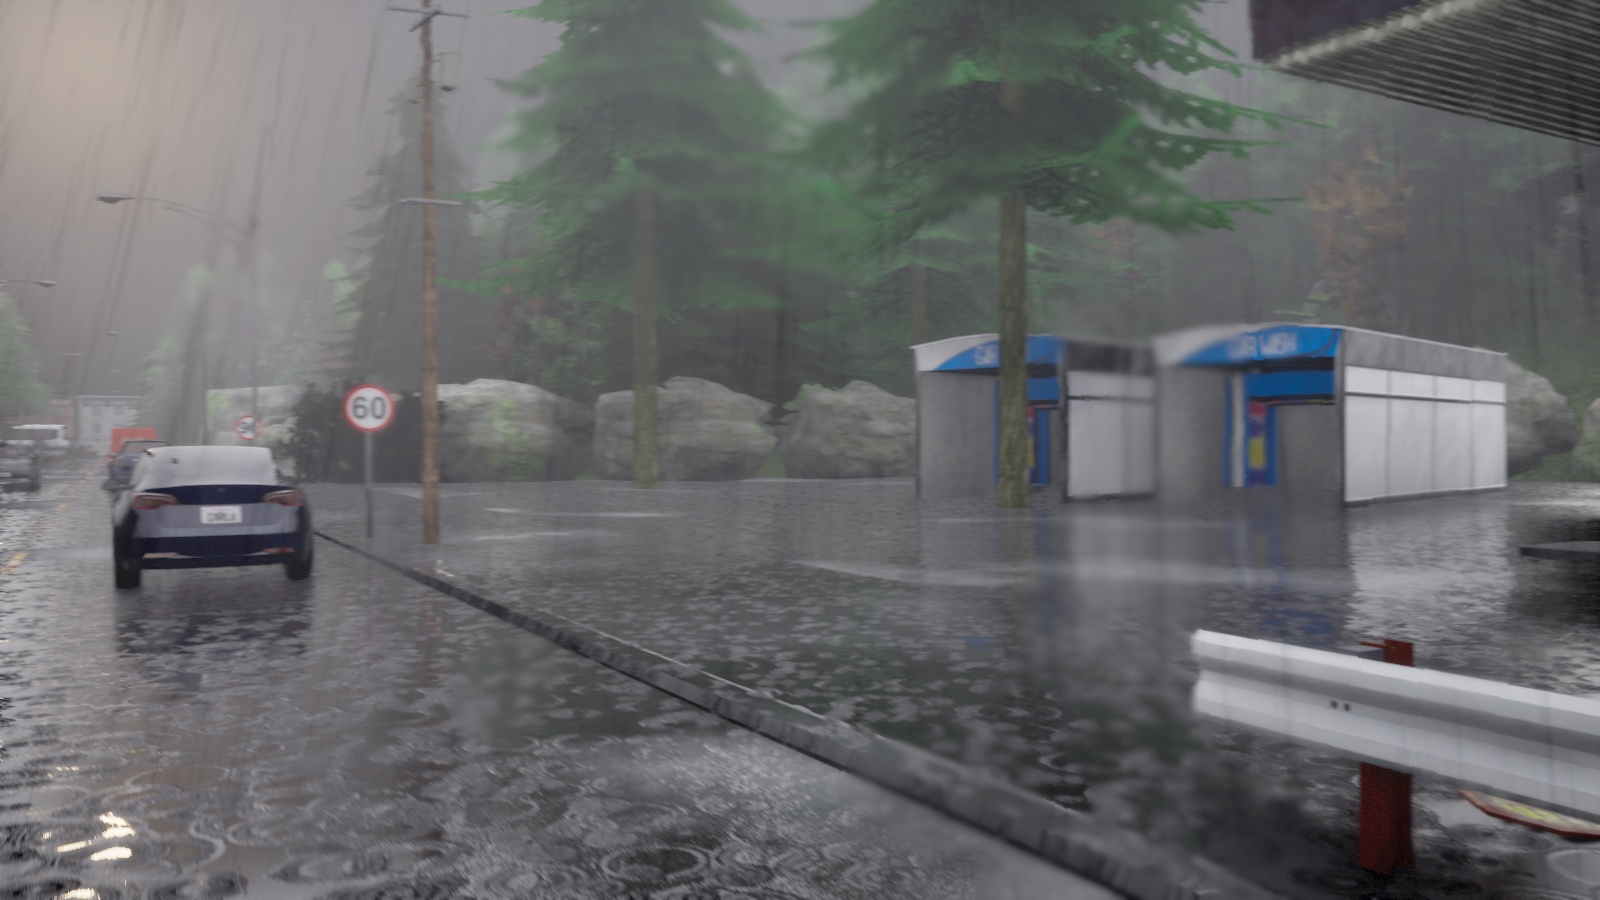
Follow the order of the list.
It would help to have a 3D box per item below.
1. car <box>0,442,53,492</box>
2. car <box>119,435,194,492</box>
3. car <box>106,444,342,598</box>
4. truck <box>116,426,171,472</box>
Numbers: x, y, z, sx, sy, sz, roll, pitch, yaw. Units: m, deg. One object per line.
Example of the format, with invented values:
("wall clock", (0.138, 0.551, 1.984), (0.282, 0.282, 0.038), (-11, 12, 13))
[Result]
("car", (-26.027, 0.533, 41.845), (1.789, 1.549, 3.705), (0, 1, -28))
("car", (-21.379, 0.410, 41.646), (2.097, 1.767, 4.553), (0, 0, -28))
("car", (-6.904, 0.675, 14.775), (2.163, 1.488, 4.792), (0, 0, -28))
("truck", (-36.699, -0.063, 70.175), (2.627, 2.467, 5.204), (0, 0, -28))
